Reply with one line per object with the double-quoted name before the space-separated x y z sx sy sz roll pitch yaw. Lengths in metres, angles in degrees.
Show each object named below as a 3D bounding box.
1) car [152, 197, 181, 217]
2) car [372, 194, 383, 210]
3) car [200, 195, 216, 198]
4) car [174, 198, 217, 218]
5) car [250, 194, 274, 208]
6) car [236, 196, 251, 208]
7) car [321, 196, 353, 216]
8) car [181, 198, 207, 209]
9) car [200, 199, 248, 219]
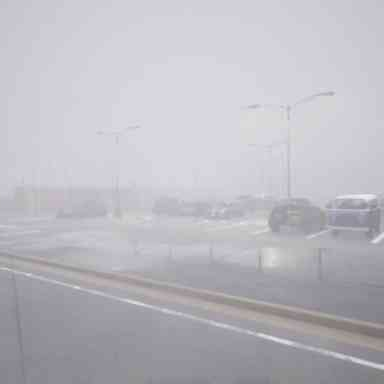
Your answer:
"car" -1.725 1.370 31.913 1.932 1.855 4.605 -1 0 36
"car" 28.831 1.268 50.018 1.905 1.878 3.866 -1 0 36
"car" 2.650 1.415 47.357 1.932 1.855 4.605 -1 0 36
"car" 0.476 1.559 30.374 1.784 1.438 3.905 -1 0 36
"car" 12.943 1.421 61.535 1.905 1.878 3.866 -1 0 36
"car" 10.610 1.683 63.247 1.970 1.475 3.806 -1 0 36
"car" 16.366 1.525 37.486 1.970 1.475 3.806 -1 0 36
"car" 0.347 1.648 49.113 1.784 1.438 3.905 -1 0 36
"car" 2.816 1.568 28.670 1.970 1.475 3.806 -1 0 36
